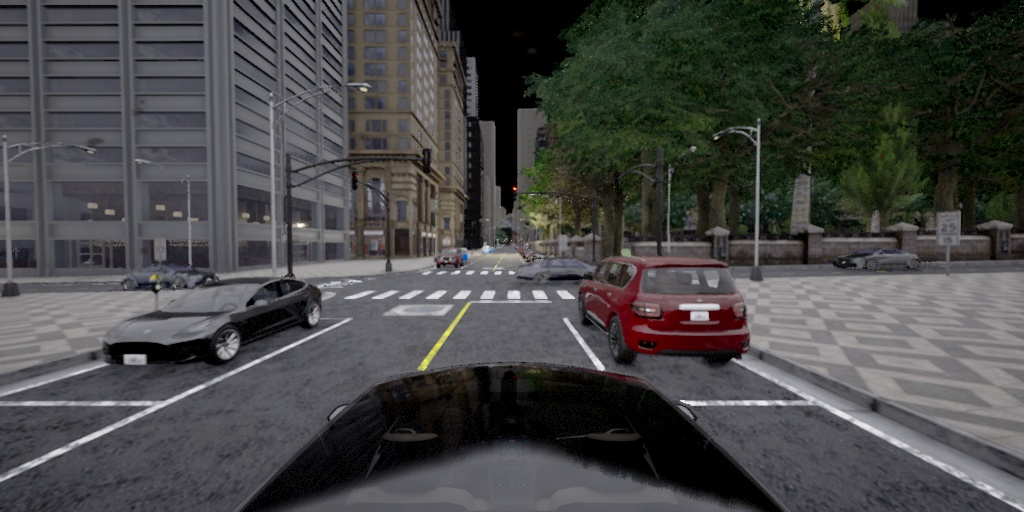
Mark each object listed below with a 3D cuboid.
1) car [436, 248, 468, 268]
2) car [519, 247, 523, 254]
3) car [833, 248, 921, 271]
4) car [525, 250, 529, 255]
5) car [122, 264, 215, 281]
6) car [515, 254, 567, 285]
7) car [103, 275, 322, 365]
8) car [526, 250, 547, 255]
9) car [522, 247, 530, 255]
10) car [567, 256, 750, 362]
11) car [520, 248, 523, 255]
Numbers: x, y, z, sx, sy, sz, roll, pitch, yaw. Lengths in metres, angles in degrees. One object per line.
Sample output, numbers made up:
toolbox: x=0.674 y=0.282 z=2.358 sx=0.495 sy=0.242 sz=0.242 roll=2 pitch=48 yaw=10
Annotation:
car: x=-5.844 y=0.134 z=34.225 sx=2.192 sy=1.841 sz=5.009 roll=0 pitch=0 yaw=0
car: x=2.611 y=-0.441 z=61.318 sx=1.888 sy=1.381 sz=4.507 roll=0 pitch=0 yaw=0
car: x=22.997 y=0.176 z=22.690 sx=4.181 sy=1.385 sz=1.994 roll=-1 pitch=2 yaw=0
car: x=2.667 y=0.238 z=39.646 sx=1.802 sy=1.307 sz=4.207 roll=0 pitch=0 yaw=0
car: x=-18.675 y=1.167 z=19.710 sx=4.181 sy=1.385 sz=1.994 roll=-1 pitch=2 yaw=0
car: x=2.850 y=0.773 z=19.652 sx=5.357 sy=1.411 sz=2.033 roll=-1 pitch=1 yaw=0
car: x=-5.777 y=1.151 z=7.676 sx=1.948 sy=1.339 sz=4.313 roll=0 pitch=0 yaw=0
car: x=2.681 y=0.380 z=34.228 sx=1.948 sy=1.339 sz=4.313 roll=0 pitch=0 yaw=0
car: x=2.653 y=-0.063 z=45.064 sx=1.967 sy=1.591 sz=4.097 roll=0 pitch=0 yaw=0
car: x=2.749 y=0.895 z=7.680 sx=2.192 sy=1.841 sz=5.009 roll=0 pitch=0 yaw=0
car: x=2.625 y=-0.242 z=55.900 sx=1.802 sy=1.307 sz=4.207 roll=0 pitch=0 yaw=0
